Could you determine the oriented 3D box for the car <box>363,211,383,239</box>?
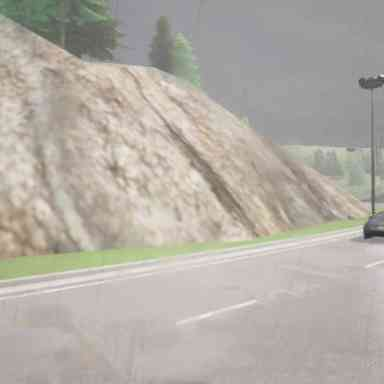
[{"bbox_3d":[10.514,1.692,17.270,4.181,1.385,1.994,0,-1,-44],"label":"car"}]
